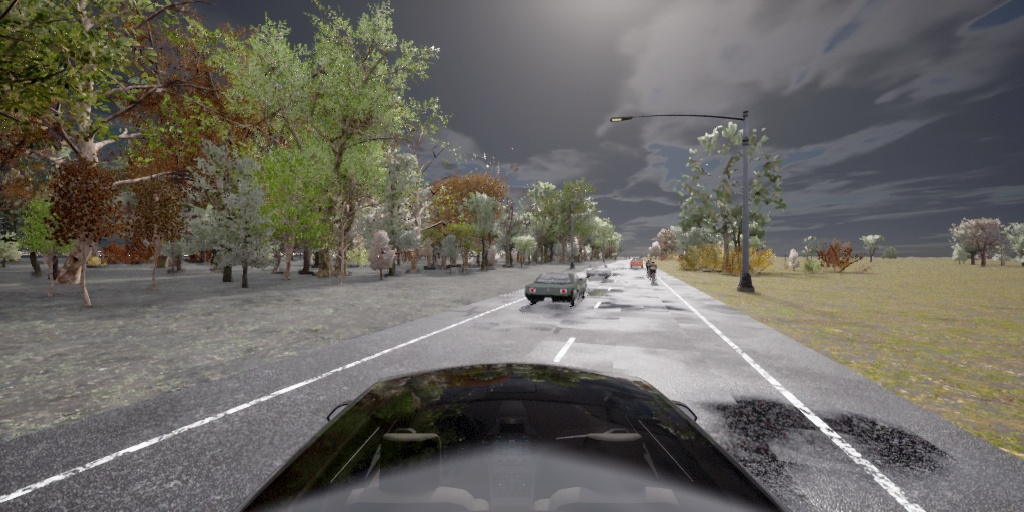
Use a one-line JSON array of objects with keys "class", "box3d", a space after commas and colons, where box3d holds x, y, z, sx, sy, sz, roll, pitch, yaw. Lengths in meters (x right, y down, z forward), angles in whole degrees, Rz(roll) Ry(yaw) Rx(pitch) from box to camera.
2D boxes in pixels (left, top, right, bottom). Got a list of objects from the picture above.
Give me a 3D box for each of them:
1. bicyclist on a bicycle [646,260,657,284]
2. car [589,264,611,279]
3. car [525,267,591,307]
[{"class": "bicyclist on a bicycle", "box3d": [10.247, 1.209, 26.035, 0.582, 1.620, 1.656, 0, 0, 19]}, {"class": "car", "box3d": [8.031, 1.357, 33.076, 1.895, 1.301, 4.718, 0, 0, 19]}, {"class": "car", "box3d": [2.090, 1.353, 15.624, 1.895, 1.301, 4.718, 0, 0, 19]}]
